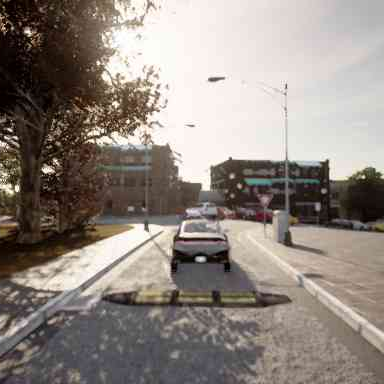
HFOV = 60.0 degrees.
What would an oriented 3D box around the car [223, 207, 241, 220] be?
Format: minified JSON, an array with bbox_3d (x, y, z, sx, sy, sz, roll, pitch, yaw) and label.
[{"bbox_3d":[4.200,2.862,46.693,2.185,1.767,4.553,4,-4,-32],"label":"car"}]

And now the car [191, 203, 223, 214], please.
[{"bbox_3d":[1.328,2.568,46.066,2.435,2.045,5.566,1,-3,-31],"label":"car"}]

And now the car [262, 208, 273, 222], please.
[{"bbox_3d":[10.155,3.283,47.827,2.435,2.045,5.566,7,-4,-31],"label":"car"}]

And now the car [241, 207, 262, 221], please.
[{"bbox_3d":[7.166,3.114,47.230,2.185,1.767,4.553,6,-4,-31],"label":"car"}]

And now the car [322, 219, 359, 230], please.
[{"bbox_3d":[21.931,4.734,50.056,2.002,1.452,4.674,7,-4,-30],"label":"car"}]

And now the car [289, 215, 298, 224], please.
[{"bbox_3d":[12.979,3.823,48.563,1.946,1.575,5.366,7,-4,-31],"label":"car"}]

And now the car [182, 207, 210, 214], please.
[{"bbox_3d":[-0.082,2.289,28.265,1.812,1.442,4.674,1,-2,-9],"label":"car"}]

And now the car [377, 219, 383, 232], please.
[{"bbox_3d":[27.767,5.274,51.300,1.946,1.575,5.366,7,-4,-30],"label":"car"}]

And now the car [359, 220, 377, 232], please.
[{"bbox_3d":[24.895,5.026,50.608,2.002,1.452,4.674,7,-4,-30],"label":"car"}]

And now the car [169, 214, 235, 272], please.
[{"bbox_3d":[0.296,1.708,11.552,2.128,1.511,4.902,0,-2,1],"label":"car"}]
